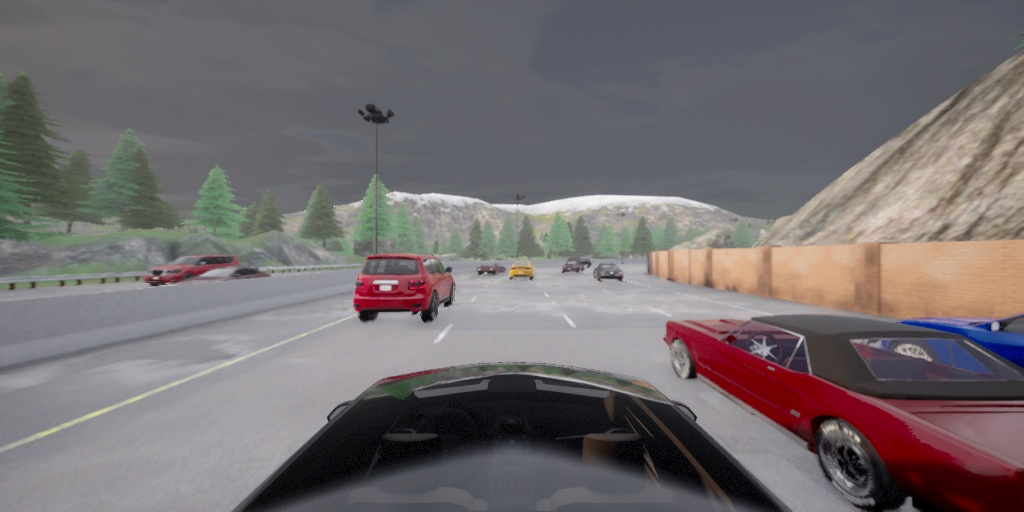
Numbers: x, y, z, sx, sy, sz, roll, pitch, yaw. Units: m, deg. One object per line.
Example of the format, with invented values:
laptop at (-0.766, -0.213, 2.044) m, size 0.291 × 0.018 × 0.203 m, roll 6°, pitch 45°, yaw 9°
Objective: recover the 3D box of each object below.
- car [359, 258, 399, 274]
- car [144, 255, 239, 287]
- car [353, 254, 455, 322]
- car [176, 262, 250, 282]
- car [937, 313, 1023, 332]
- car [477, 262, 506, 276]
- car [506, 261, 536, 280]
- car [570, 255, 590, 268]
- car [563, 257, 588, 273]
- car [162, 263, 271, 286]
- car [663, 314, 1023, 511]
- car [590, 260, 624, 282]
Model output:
car at (-15.121, 1.080, 41.064) m, size 2.097 × 1.767 × 4.553 m, roll 0°, pitch 0°, yaw 14°
car at (-20.874, 0.934, 23.887) m, size 2.150 × 2.045 × 5.566 m, roll 0°, pitch 0°, yaw 3°
car at (-3.398, 0.954, 12.336) m, size 2.150 × 2.045 × 5.566 m, roll 0°, pitch 0°, yaw 0°
car at (-24.005, 1.232, 29.068) m, size 1.812 × 1.442 × 4.674 m, roll 0°, pitch 0°, yaw 6°
car at (7.100, 1.224, 3.933) m, size 1.882 × 1.535 × 5.008 m, roll 0°, pitch 0°, yaw 0°
car at (-1.940, 1.296, 36.346) m, size 1.895 × 1.301 × 4.718 m, roll 0°, pitch 0°, yaw 14°
car at (0.996, 1.181, 31.095) m, size 1.882 × 1.535 × 5.008 m, roll 0°, pitch 0°, yaw 7°
car at (10.763, 0.885, 56.732) m, size 2.150 × 2.045 × 5.566 m, roll -1°, pitch 0°, yaw 34°
car at (7.217, 1.212, 41.853) m, size 1.812 × 1.442 × 4.674 m, roll -1°, pitch 0°, yaw 22°
car at (-14.027, 1.250, 17.756) m, size 1.812 × 1.442 × 4.674 m, roll 0°, pitch 0°, yaw 1°
car at (3.602, 1.347, 4.258) m, size 1.895 × 1.301 × 4.718 m, roll 0°, pitch 0°, yaw 0°
car at (7.582, 1.255, 28.394) m, size 2.033 × 1.411 × 5.357 m, roll 0°, pitch 0°, yaw 8°
